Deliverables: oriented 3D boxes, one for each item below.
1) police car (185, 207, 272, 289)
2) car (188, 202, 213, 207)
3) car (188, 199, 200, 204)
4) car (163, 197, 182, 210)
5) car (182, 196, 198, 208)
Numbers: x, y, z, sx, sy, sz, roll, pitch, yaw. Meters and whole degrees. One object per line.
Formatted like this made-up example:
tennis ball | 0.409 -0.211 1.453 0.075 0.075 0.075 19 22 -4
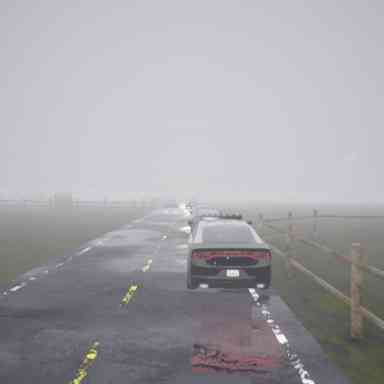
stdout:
police car | 0.826 1.433 9.299 1.930 1.638 5.238 0 0 0
car | 0.829 1.542 19.189 1.812 1.442 4.674 0 0 0
car | 0.831 1.547 25.189 1.812 1.442 4.674 0 0 0
car | -2.738 1.600 44.210 1.994 1.385 4.181 0 0 0
car | 0.040 1.585 45.741 2.033 1.411 5.357 0 0 1
